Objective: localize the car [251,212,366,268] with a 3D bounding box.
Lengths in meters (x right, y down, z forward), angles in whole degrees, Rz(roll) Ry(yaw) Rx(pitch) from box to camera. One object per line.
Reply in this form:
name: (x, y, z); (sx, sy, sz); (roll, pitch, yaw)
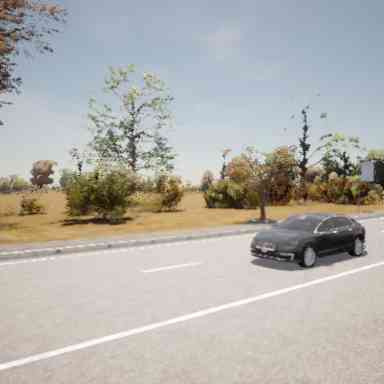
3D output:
car: (4.100, 1.487, 11.372); (4.892, 1.490, 1.837); (0, 0, -37)
